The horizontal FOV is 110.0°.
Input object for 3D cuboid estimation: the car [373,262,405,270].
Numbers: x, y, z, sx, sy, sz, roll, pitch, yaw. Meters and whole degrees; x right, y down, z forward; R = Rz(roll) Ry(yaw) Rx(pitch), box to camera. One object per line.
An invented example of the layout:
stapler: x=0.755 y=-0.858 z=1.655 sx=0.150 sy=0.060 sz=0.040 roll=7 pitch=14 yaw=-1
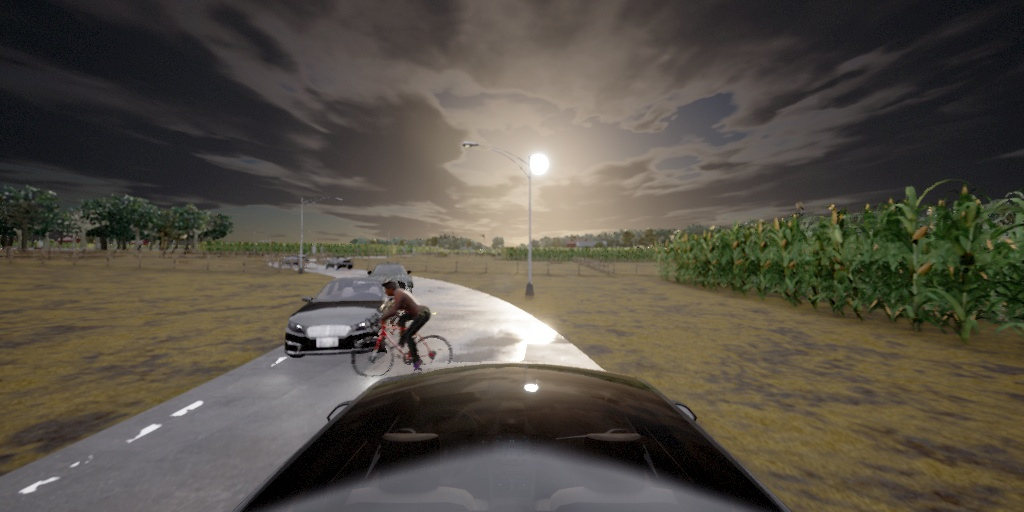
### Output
car: x=-6.511 y=1.147 z=19.056 sx=2.097 sy=1.767 sz=4.553 roll=0 pitch=0 yaw=-22

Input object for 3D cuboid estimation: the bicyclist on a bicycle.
bicyclist on a bicycle: x=-1.840 y=1.222 z=5.990 sx=1.656 sy=1.620 sz=0.582 roll=-2 pitch=0 yaw=-6

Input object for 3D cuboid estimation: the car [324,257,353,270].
car: x=-21.590 y=0.908 z=44.568 sx=4.892 sy=1.490 sz=1.837 roll=2 pitch=1 yaw=40

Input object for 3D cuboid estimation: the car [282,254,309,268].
car: x=-28.406 y=0.758 z=46.833 sx=5.357 sy=1.411 sz=2.033 roll=2 pitch=1 yaw=44

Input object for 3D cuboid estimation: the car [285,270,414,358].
car: x=-3.728 y=1.266 z=8.772 sx=2.128 sy=1.511 sz=4.902 roll=0 pitch=0 yaw=-11
